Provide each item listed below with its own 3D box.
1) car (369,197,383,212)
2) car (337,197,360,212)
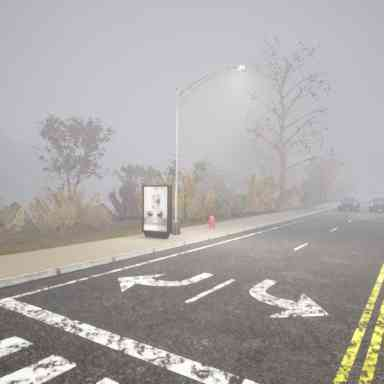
[{"bbox_3d":[21.536,1.392,38.056,2.097,1.767,4.553,0,0,31],"label":"car"},{"bbox_3d":[18.736,1.389,39.706,2.097,1.767,4.553,0,0,31],"label":"car"}]
